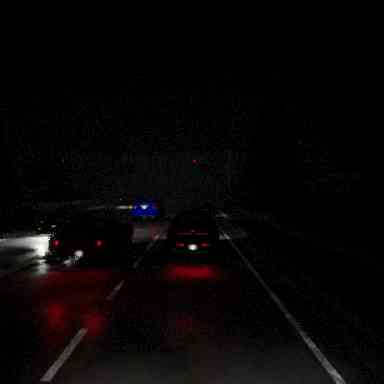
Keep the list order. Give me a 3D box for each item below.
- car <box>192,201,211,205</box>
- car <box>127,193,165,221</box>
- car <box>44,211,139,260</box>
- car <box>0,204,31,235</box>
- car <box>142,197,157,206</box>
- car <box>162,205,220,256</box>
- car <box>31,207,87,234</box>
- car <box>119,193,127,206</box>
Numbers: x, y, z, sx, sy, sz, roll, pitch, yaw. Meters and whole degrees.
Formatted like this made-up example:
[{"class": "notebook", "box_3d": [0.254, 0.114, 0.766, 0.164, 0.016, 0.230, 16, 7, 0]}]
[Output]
[{"class": "car", "box_3d": [0.852, 1.519, 28.676, 1.812, 1.442, 4.674, 0, 0, 12]}, {"class": "car", "box_3d": [-3.455, 1.217, 26.916, 2.150, 2.045, 5.566, 0, 0, 1]}, {"class": "car", "box_3d": [-3.457, 1.598, 12.449, 1.895, 1.301, 4.718, 0, 0, 1]}, {"class": "car", "box_3d": [-10.531, 1.488, 19.004, 2.128, 1.511, 4.902, 0, 0, 1]}, {"class": "car", "box_3d": [-7.034, 1.514, 55.146, 1.812, 1.442, 4.674, 0, 0, 0]}, {"class": "car", "box_3d": [0.050, 1.503, 13.090, 1.837, 1.490, 4.892, 0, 0, 1]}, {"class": "car", "box_3d": [-7.034, 1.561, 18.930, 1.994, 1.385, 4.181, 0, 0, 1]}, {"class": "car", "box_3d": [-10.530, 1.210, 55.232, 2.150, 2.045, 5.566, 0, 0, 0]}]
